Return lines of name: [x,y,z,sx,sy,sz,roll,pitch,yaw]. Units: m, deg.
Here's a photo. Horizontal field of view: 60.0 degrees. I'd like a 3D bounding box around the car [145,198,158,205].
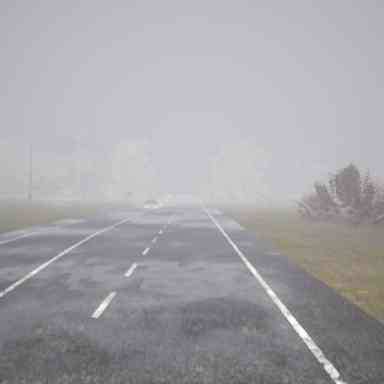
car: [-7.002,1.620,57.908,1.895,1.301,4.718,-1,1,0]
